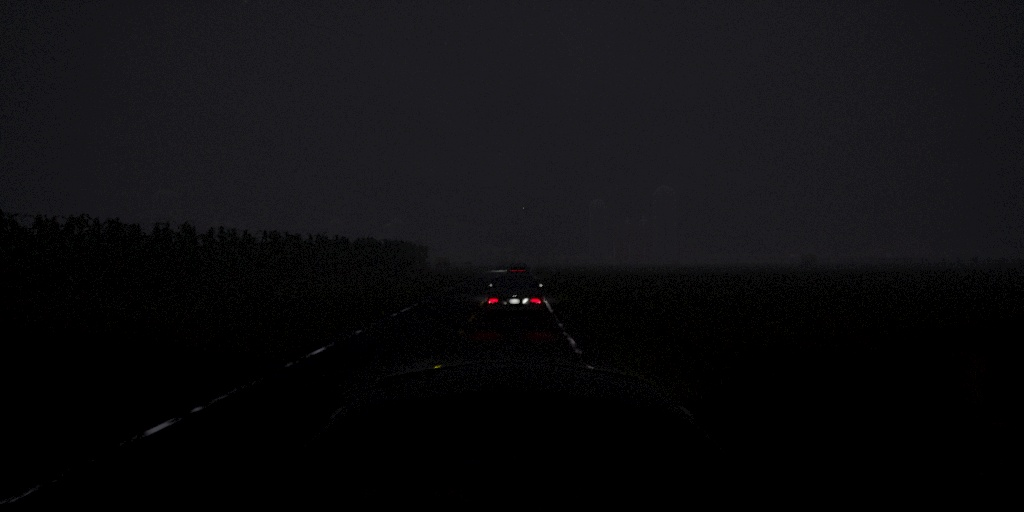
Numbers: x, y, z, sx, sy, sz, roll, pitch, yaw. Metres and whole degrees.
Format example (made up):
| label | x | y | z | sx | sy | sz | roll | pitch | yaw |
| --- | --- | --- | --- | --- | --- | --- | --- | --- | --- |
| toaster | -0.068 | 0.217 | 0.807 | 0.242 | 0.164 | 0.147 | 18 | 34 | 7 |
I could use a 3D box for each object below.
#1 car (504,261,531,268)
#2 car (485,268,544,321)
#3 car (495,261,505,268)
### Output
| label | x | y | z | sx | sy | sz | roll | pitch | yaw |
| --- | --- | --- | --- | --- | --- | --- | --- | --- | --- |
| car | 0.563 | 1.342 | 31.455 | 1.837 | 1.490 | 4.892 | 0 | 0 | 2 |
| car | 0.124 | 1.329 | 12.604 | 2.033 | 1.411 | 5.357 | 0 | 0 | 1 |
| car | -1.403 | 1.446 | 53.910 | 2.033 | 1.411 | 5.357 | 0 | 0 | 3 |
